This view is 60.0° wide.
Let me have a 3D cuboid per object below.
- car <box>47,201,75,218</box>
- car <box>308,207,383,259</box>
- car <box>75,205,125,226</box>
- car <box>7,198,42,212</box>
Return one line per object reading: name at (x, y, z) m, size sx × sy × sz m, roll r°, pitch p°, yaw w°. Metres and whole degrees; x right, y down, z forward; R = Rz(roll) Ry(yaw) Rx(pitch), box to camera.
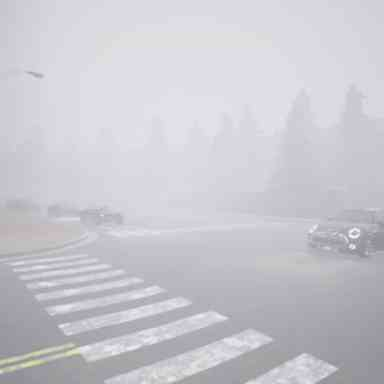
car at (-11.890, 1.567, 30.836) m, size 1.994 × 1.385 × 4.181 m, roll 1°, pitch 0°, yaw -39°
car at (6.584, 1.412, 13.019) m, size 4.553 × 1.767 × 2.097 m, roll 1°, pitch 0°, yaw -36°
car at (-6.482, 1.610, 23.660) m, size 1.895 × 1.301 × 4.718 m, roll 1°, pitch 0°, yaw -36°
car at (-19.273, 1.488, 38.117) m, size 4.892 × 1.490 × 1.837 m, roll 0°, pitch 0°, yaw 32°
